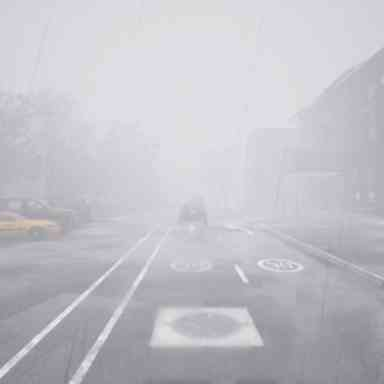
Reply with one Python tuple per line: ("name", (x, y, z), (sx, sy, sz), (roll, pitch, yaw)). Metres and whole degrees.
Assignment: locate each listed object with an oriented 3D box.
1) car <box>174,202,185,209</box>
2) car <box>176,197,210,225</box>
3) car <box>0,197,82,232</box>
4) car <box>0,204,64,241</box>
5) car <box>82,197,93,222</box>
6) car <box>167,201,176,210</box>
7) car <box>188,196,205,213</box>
("car", (-2.624, 2.892, 72.561), (1.994, 1.385, 4.181), (0, -2, 3))
("car", (0.080, 1.521, 26.138), (2.097, 1.767, 4.553), (0, 0, 0))
("car", (-9.439, 1.364, 19.176), (5.566, 2.045, 2.435), (-1, -1, -20))
("car", (-9.295, 1.594, 16.277), (5.366, 1.575, 1.946), (-1, -1, -20))
("car", (-9.488, 1.381, 22.104), (5.566, 2.045, 2.435), (-1, 0, -20))
("car", (-3.283, 2.377, 57.462), (1.837, 1.490, 4.892), (0, -1, 2))
("car", (0.675, 1.671, 44.118), (2.150, 2.045, 5.566), (0, -2, 2))
